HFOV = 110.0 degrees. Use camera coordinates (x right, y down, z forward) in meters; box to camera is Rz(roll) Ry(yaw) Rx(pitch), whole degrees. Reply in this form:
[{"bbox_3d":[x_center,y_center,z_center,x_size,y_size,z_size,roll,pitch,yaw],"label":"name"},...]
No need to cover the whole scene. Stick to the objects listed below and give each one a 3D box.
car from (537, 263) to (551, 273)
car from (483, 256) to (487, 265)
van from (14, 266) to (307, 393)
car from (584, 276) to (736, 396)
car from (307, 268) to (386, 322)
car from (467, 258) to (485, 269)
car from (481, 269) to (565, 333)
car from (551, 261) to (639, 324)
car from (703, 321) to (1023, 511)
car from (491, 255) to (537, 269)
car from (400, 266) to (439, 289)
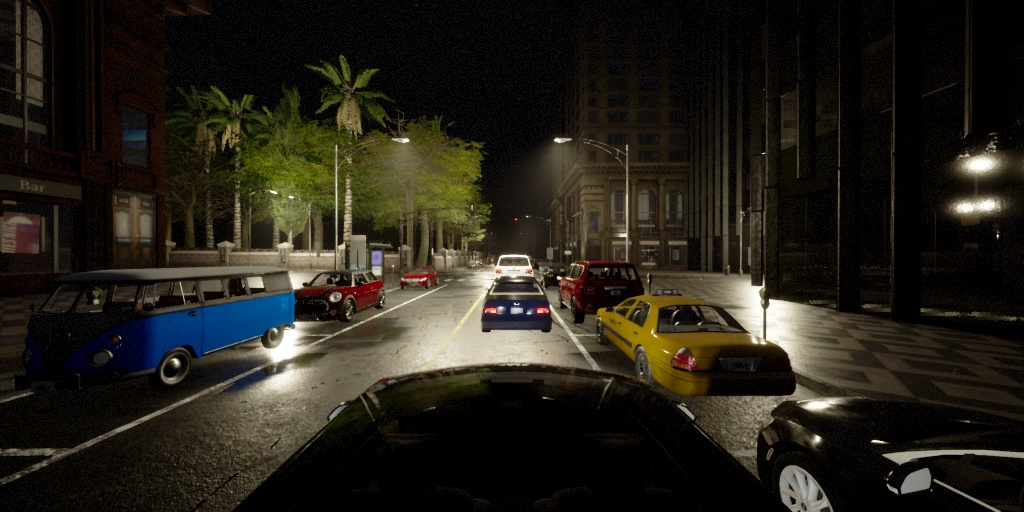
[{"bbox_3d":[2.767,1.308,22.758,1.948,1.339,4.313,0,0,0],"label":"car"},{"bbox_3d":[-5.750,1.153,60.057,1.967,1.591,4.097,0,0,0],"label":"car"},{"bbox_3d":[-5.762,1.090,6.499,1.690,1.789,3.998,0,0,0],"label":"van"},{"bbox_3d":[2.763,1.274,6.652,1.751,1.417,4.829,0,0,0],"label":"car"},{"bbox_3d":[-5.761,1.187,11.925,1.967,1.591,4.097,0,0,0],"label":"car"},{"bbox_3d":[-5.752,1.269,54.637,2.007,1.370,4.403,0,0,0],"label":"car"},{"bbox_3d":[0.105,1.295,10.728,2.033,1.411,5.357,0,0,0],"label":"car"},{"bbox_3d":[2.764,1.062,11.908,2.192,1.841,5.009,0,0,0],"label":"car"},{"bbox_3d":[2.762,1.300,1.057,2.007,1.370,4.403,0,0,0],"label":"car"},{"bbox_3d":[0.105,0.965,21.299,2.150,2.045,5.566,0,0,0],"label":"car"},{"bbox_3d":[-5.759,1.324,22.778,1.802,1.307,4.207,0,0,0],"label":"car"}]
